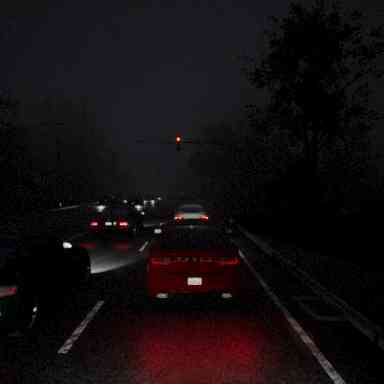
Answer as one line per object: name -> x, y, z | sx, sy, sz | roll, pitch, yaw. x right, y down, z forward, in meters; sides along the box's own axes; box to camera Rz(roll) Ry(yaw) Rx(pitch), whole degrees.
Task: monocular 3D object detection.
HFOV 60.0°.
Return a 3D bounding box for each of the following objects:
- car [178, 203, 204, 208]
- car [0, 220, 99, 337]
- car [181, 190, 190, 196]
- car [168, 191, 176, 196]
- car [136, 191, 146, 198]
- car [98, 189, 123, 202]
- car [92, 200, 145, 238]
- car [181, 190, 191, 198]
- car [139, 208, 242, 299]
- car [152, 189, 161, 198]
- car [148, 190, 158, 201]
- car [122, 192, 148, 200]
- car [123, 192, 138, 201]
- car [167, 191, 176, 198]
car -> -0.038, 1.317, 17.519 | 1.812, 1.442, 4.674 | 0, 1, 0
car -> -3.452, 1.499, 6.523 | 1.994, 1.385, 4.181 | 0, 1, 0
car -> -1.723, 0.280, 85.630 | 1.882, 1.535, 5.008 | 0, 1, -4
car -> -5.216, 0.345, 85.404 | 2.033, 1.411, 5.357 | 0, 1, -4
car -> -11.717, 0.548, 76.607 | 1.895, 1.301, 4.718 | 0, 1, -3
car -> -10.953, 0.642, 45.194 | 2.150, 2.045, 5.566 | 0, 1, 1
car -> -3.531, 1.351, 16.497 | 2.033, 1.411, 5.357 | 0, 1, 0
car -> -1.170, 0.575, 75.908 | 1.994, 1.385, 4.181 | 0, 1, -3
car -> 0.034, 1.389, 8.328 | 1.882, 1.535, 5.008 | 0, 1, 0
car -> -8.141, 0.246, 75.080 | 2.150, 2.045, 5.566 | 0, 1, -2
car -> -7.699, 0.764, 59.424 | 1.812, 1.442, 4.674 | 0, 1, -1
car -> -7.435, 0.988, 44.009 | 2.033, 1.411, 5.357 | 0, 1, -2
car -> -11.225, 0.785, 60.799 | 1.994, 1.385, 4.181 | 0, 1, -1
car -> -4.632, 0.563, 74.954 | 2.033, 1.411, 5.357 | 0, 1, -3
